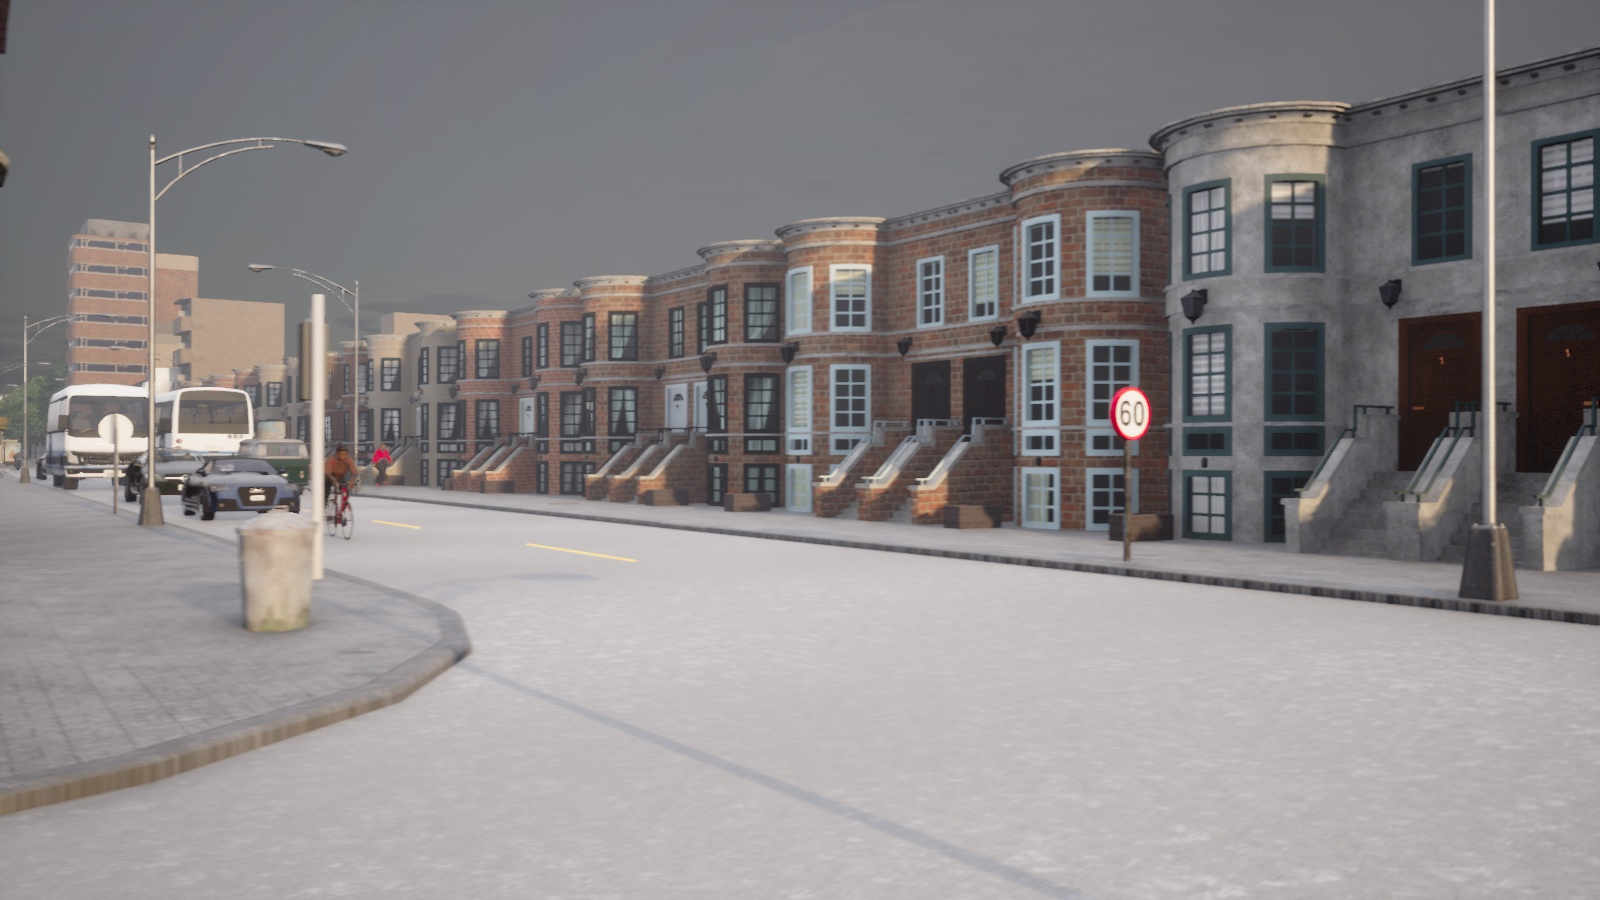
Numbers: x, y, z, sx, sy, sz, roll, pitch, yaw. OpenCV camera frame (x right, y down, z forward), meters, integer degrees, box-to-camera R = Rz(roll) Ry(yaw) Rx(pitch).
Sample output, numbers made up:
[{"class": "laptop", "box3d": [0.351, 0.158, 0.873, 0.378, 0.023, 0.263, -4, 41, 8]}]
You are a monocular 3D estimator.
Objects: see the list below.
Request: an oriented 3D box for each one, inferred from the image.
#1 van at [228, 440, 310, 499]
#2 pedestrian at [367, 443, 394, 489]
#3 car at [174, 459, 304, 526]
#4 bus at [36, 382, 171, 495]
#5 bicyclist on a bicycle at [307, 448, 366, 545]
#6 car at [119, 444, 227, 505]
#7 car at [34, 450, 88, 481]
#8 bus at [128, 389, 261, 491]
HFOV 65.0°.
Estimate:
[{"class": "van", "box3d": [-18.783, 0.664, 44.316, 1.775, 1.987, 4.442, 0, 0, -35]}, {"class": "pedestrian", "box3d": [-17.044, 0.636, 51.011, 0.899, 1.844, 0.634, 0, 0, 37]}, {"class": "car", "box3d": [-12.934, 0.919, 28.822, 1.994, 1.385, 4.181, 0, 0, -35]}, {"class": "bus", "box3d": [-29.245, -0.418, 52.414, 3.944, 4.253, 10.273, 0, 0, -35]}, {"class": "bicyclist on a bicycle", "box3d": [-8.040, 0.777, 21.749, 0.582, 1.620, 1.656, 0, 0, -35]}, {"class": "car", "box3d": [-18.445, 0.669, 36.793, 2.152, 1.651, 5.027, 0, 0, -35]}, {"class": "car", "box3d": [-40.252, 0.806, 68.337, 2.152, 1.651, 5.027, 0, 0, -35]}, {"class": "bus", "box3d": [-27.914, -0.407, 57.524, 3.944, 4.253, 10.273, 0, 0, -35]}]
